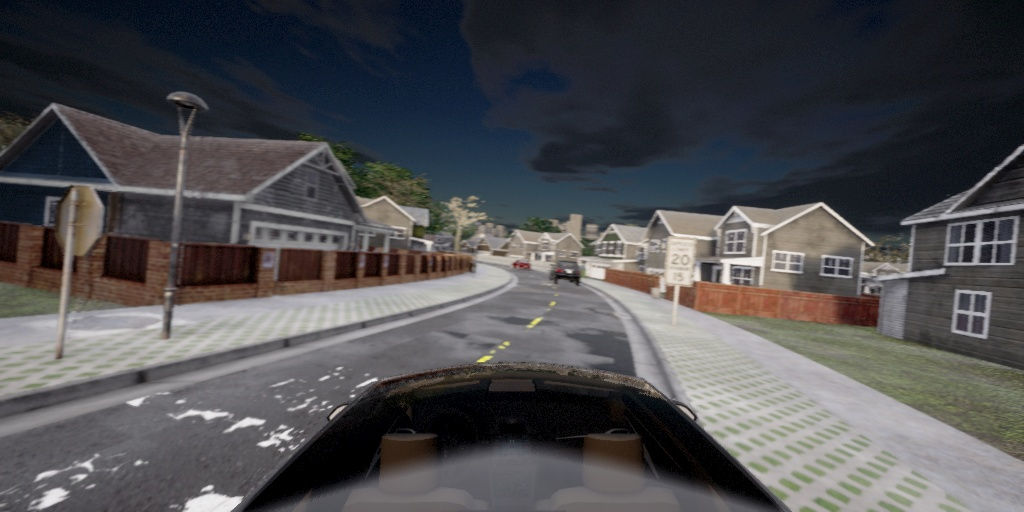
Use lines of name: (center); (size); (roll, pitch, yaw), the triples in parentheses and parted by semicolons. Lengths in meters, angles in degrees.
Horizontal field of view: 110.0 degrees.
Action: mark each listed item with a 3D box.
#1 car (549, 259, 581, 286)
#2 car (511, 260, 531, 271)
car: (4.622, 1.374, 31.563); (2.150, 2.045, 5.566); (6, 0, 0)
car: (1.361, 1.276, 53.777); (1.882, 1.535, 5.008); (5, 0, -16)
